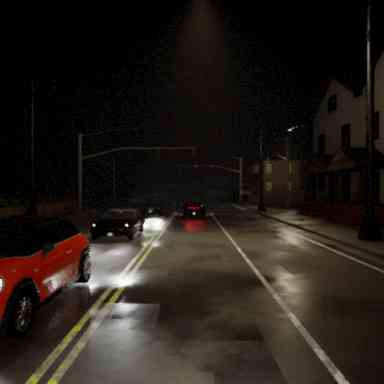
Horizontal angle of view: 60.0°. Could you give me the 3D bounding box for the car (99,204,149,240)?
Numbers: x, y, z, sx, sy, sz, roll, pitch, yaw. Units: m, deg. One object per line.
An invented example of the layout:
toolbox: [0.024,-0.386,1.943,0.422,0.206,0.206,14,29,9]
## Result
car: [-3.547,1.519,16.641,1.895,1.301,4.718,0,0,0]

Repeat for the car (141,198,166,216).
car: [-3.445,1.345,30.251,2.128,1.511,4.902,0,0,1]

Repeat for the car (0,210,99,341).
car: [-3.584,1.318,6.483,2.097,1.767,4.553,0,0,0]

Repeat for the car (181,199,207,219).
car: [0.172,1.371,27.620,1.837,1.490,4.892,0,0,0]
